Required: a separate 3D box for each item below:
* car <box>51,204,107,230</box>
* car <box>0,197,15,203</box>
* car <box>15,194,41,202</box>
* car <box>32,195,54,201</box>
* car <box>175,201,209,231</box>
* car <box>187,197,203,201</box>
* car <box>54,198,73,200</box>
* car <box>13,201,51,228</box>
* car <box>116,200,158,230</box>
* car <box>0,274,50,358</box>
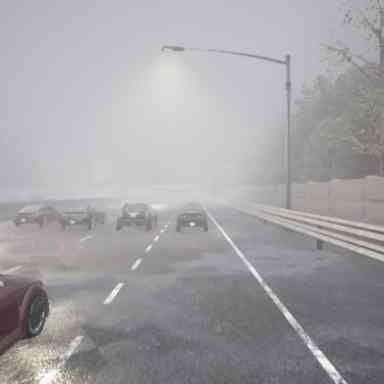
[{"bbox_3d":[-6.882,1.537,21.559,2.128,1.511,4.902,0,0,0],"label":"car"},{"bbox_3d":[-31.467,1.676,57.955,1.837,1.490,4.892,0,0,0],"label":"car"},{"bbox_3d":[-27.971,1.398,58.091,2.150,2.045,5.566,0,0,0],"label":"car"},{"bbox_3d":[-24.476,1.711,56.581,2.033,1.411,5.357,0,0,0],"label":"car"},{"bbox_3d":[0.014,1.543,21.006,1.837,1.490,4.892,0,0,0],"label":"car"},{"bbox_3d":[0.026,1.606,39.661,1.812,1.442,4.674,0,0,0],"label":"car"},{"bbox_3d":[-20.997,1.684,56.007,1.812,1.442,4.674,0,0,1],"label":"car"},{"bbox_3d":[-10.384,1.578,22.769,1.812,1.442,4.674,0,0,0],"label":"car"},{"bbox_3d":[-3.385,1.394,21.345,2.097,1.767,4.553,0,0,0],"label":"car"},{"bbox_3d":[-3.395,1.574,3.950,1.994,1.385,4.181,0,0,0],"label":"car"}]
